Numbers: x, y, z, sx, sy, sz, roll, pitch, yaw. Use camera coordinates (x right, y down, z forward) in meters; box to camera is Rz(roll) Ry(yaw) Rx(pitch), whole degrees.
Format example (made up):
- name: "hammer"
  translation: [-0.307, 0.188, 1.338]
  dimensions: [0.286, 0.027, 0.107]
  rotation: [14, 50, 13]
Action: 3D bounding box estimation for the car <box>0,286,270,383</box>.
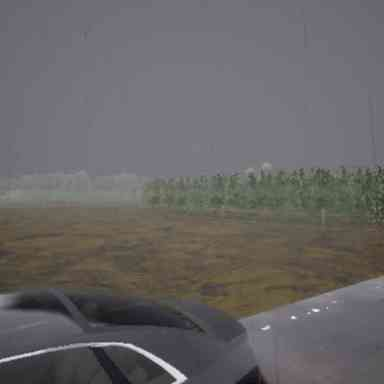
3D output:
- name: "car"
  translation: [-1.673, 1.505, 1.869]
  dimensions: [4.892, 1.490, 1.837]
  rotation: [0, 0, -35]
